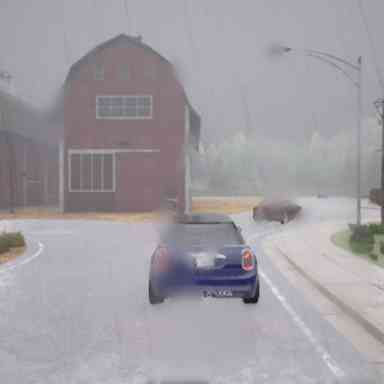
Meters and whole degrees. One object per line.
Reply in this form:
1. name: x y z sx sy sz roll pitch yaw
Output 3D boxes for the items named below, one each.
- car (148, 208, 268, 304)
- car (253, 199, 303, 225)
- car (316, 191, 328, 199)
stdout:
1. car: 0.190 1.271 8.099 2.097 1.767 4.553 0 1 -1
2. car: 5.754 1.214 21.845 1.882 1.535 5.008 1 1 37
3. car: 27.019 0.612 69.026 2.128 1.511 4.902 0 1 17
